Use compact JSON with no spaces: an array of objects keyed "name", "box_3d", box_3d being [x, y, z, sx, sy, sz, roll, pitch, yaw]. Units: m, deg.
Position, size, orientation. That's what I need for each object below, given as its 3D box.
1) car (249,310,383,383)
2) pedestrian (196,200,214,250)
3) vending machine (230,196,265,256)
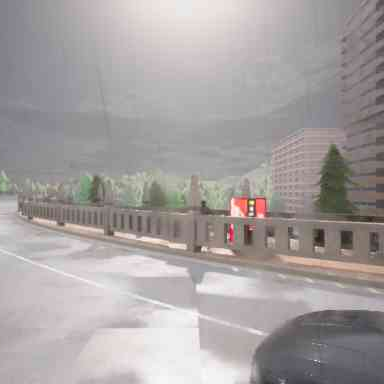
[{"name":"car","box_3d":[2.745,1.504,2.116,4.892,1.490,1.837,0,0,36]},{"name":"pedestrian","box_3d":[0.451,1.141,11.832,0.375,1.860,0.375,0,0,41]},{"name":"vending machine","box_3d":[2.078,1.195,12.411,0.880,2.100,1.100,0,0,41]}]
